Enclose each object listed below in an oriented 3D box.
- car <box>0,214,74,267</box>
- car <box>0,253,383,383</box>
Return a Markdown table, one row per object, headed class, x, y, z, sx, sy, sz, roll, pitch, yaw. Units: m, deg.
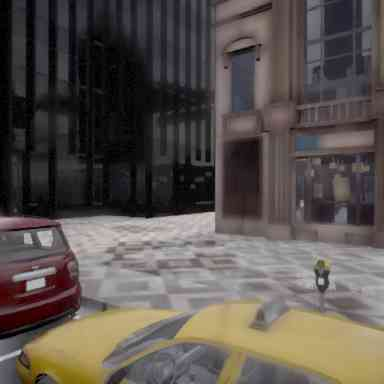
| class | x | y | z | sx | sy | sz | roll | pitch | yaw |
| --- | --- | --- | --- | --- | --- | --- | --- | --- | --- |
| car | -4.034 | 1.314 | 5.836 | 5.009 | 1.841 | 2.192 | 0 | 0 | 36 |
| car | 0.389 | 1.524 | 2.682 | 4.829 | 1.417 | 1.752 | 0 | 0 | 36 |
